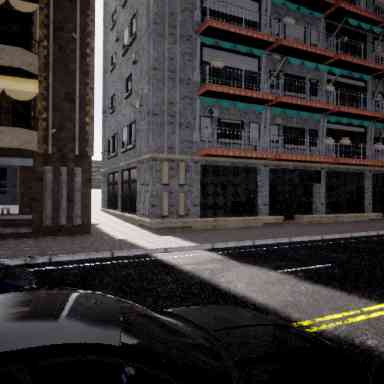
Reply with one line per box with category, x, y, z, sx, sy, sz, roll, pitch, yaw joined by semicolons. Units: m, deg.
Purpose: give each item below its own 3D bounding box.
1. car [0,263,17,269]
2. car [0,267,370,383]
car;-4.343;1.563;4.478;4.181;1.385;1.994;0;0;-25
car;-0.975;1.477;2.259;5.008;1.535;1.882;0;0;-25
